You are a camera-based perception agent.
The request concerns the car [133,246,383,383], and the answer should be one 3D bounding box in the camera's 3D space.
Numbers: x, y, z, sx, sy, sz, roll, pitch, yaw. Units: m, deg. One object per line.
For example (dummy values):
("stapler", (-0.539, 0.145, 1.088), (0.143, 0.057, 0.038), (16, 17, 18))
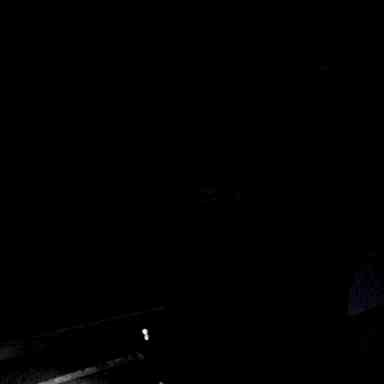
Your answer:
("car", (1.930, 1.548, 4.756), (5.357, 1.411, 2.033), (0, 0, -36))
